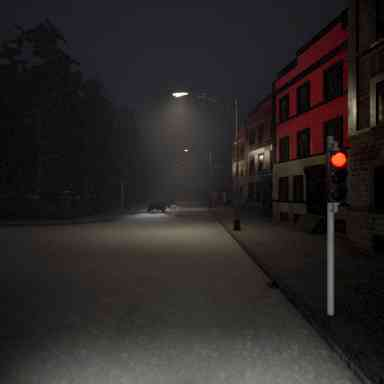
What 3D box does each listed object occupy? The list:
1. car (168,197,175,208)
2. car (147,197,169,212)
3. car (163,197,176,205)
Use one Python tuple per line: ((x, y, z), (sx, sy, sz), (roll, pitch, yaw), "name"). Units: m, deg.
((-4.041, 1.492, 48.311), (2.128, 1.511, 4.902), (0, 0, 0), "car")
((-4.056, 1.601, 38.731), (1.895, 1.301, 4.718), (0, 0, 0), "car")
((-4.000, 1.601, 59.191), (1.895, 1.301, 4.718), (0, 0, 0), "car")
